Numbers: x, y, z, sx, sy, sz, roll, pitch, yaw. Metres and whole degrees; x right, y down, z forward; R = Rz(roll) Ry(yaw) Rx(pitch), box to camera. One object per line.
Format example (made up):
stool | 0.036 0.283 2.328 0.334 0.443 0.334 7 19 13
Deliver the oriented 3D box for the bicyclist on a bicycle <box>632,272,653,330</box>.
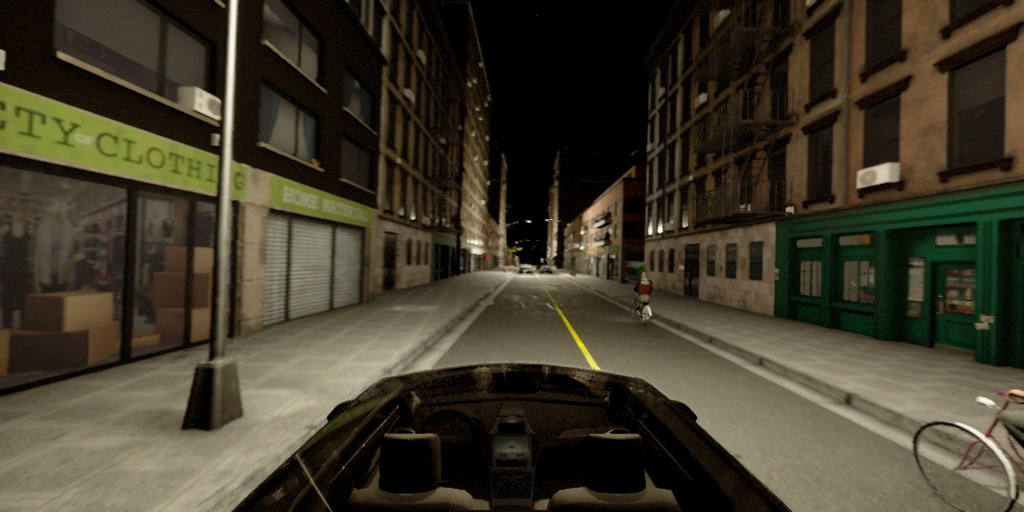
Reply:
bicyclist on a bicycle | 4.120 1.374 11.447 0.659 1.776 1.843 2 0 2

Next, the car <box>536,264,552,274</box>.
car | 5.348 2.145 56.735 2.033 1.411 5.357 2 -1 3

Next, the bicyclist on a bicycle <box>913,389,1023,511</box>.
bicyclist on a bicycle | 3.732 1.247 2.456 0.659 1.776 1.843 2 -1 2

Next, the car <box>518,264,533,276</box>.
car | 1.892 1.904 50.477 2.128 1.511 4.902 2 -1 3
